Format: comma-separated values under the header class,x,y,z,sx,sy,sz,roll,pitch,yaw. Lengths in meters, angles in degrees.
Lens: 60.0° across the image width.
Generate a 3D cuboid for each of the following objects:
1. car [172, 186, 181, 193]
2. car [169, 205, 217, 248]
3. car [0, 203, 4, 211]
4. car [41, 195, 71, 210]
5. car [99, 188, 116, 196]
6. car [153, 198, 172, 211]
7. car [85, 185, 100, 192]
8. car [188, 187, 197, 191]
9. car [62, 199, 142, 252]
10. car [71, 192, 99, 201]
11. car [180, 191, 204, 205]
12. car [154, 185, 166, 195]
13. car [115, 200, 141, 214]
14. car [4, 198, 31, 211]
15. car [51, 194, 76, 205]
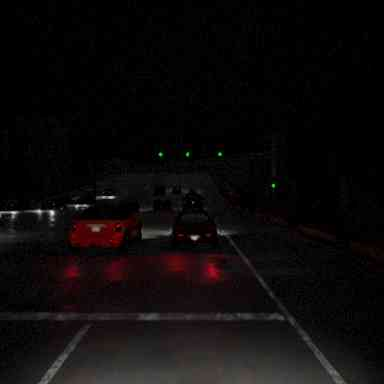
class,x,y,z,sx,sy,sz,roll,pitch,yaw
car,-3.394,-0.686,74.886,1.882,1.535,5.008,0,7,0
car,0.097,1.511,14.672,1.812,1.442,4.674,0,0,0
car,-8.369,1.212,11.539,2.150,2.045,5.566,1,0,-20
car,-17.580,1.452,42.597,1.837,1.490,4.892,0,0,0
car,-17.419,-0.096,70.245,1.837,1.490,4.892,0,6,0
car,-3.404,1.432,39.322,1.882,1.535,5.008,0,0,0
car,-20.919,-0.383,70.388,2.150,2.045,5.566,0,6,0
car,0.091,-0.325,71.973,1.882,1.535,5.008,0,7,0
car,-3.405,1.338,13.911,2.097,1.767,4.553,0,0,0
car,-17.541,1.224,54.669,2.033,1.411,5.357,0,3,1
car,0.098,1.182,36.816,2.150,2.045,5.566,0,0,0
car,-6.914,-0.479,71.190,2.150,2.045,5.566,0,7,0
car,-6.903,1.561,36.206,1.895,1.301,4.718,0,0,0
car,-21.090,1.482,39.898,1.812,1.442,4.674,0,0,0
car,-21.039,1.223,54.707,2.033,1.411,5.357,0,3,1
